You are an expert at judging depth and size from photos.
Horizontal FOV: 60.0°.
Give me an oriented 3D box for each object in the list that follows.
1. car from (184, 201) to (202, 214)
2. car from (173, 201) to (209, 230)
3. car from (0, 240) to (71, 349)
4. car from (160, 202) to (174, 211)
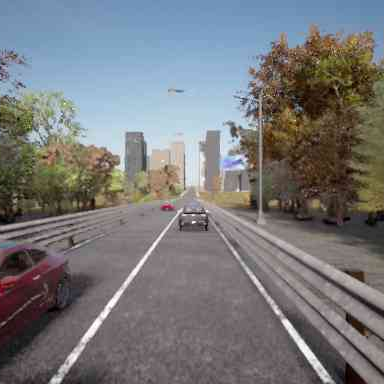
[{"bbox_3d":[0.095,1.870,41.574,2.033,1.411,5.357,0,-1,0],"label":"car"},{"bbox_3d":[0.097,1.607,22.003,2.128,1.511,4.902,0,-1,0],"label":"car"},{"bbox_3d":[-3.338,1.535,5.024,1.812,1.442,4.674,0,0,0],"label":"car"},{"bbox_3d":[-3.342,1.972,46.023,1.895,1.301,4.718,0,-1,0],"label":"car"}]
